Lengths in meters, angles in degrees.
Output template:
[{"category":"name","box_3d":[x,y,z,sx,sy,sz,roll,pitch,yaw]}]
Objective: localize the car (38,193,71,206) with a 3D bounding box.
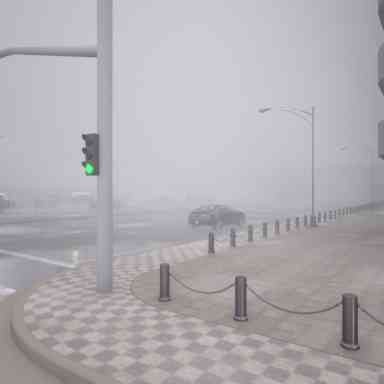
[{"category":"car","box_3d":[-26.088,1.207,63.301,1.932,1.855,4.605,0,0,36]}]

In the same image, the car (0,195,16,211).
[{"category":"car","box_3d":[-25.930,1.450,44.615,1.970,1.475,3.806,0,0,36]}]

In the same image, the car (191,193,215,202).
[{"category":"car","box_3d":[2.402,1.208,64.204,1.932,1.855,4.605,0,0,36]}]

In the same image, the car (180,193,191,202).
[{"category":"car","box_3d":[0.095,1.211,65.952,1.905,1.878,3.866,0,0,36]}]

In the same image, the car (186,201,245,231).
[{"category":"car","box_3d":[1.712,1.549,21.351,2.128,1.511,4.902,0,0,36]}]

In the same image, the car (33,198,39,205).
[{"category":"car","box_3d":[-28.391,1.418,65.058,1.784,1.438,3.905,0,0,36]}]

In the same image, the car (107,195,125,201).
[{"category":"car","box_3d":[-18.123,1.449,79.189,1.970,1.475,3.806,0,0,36]}]

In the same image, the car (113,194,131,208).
[{"category":"car","box_3d":[-12.376,1.450,53.426,1.970,1.475,3.806,0,0,36]}]
